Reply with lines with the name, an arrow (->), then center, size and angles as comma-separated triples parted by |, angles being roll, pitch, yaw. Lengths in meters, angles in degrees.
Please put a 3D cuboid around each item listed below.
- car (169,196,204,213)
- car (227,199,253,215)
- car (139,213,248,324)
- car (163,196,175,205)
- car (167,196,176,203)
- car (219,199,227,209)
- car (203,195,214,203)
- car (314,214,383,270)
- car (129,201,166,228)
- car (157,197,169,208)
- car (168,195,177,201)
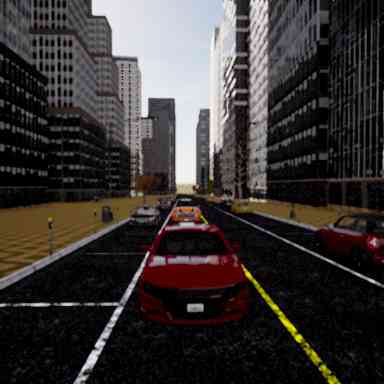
car -> -0.442, 1.354, 25.190 | 2.097, 1.767, 4.553 | 0, 0, -2
car -> 4.988, 1.533, 33.755 | 1.752, 1.417, 4.829 | -1, 0, -2
car -> -0.025, 1.477, 7.521 | 1.882, 1.535, 5.008 | 0, 0, -2
car -> -4.205, 1.566, 61.452 | 1.887, 1.381, 4.507 | -1, 0, -2
car -> -4.533, 1.614, 72.697 | 1.802, 1.307, 4.206 | -1, 0, -2
car -> 4.665, 1.579, 44.829 | 1.947, 1.339, 4.313 | -1, 0, -2
car -> 3.838, 1.561, 73.111 | 1.752, 1.417, 4.829 | -1, 0, -2
car -> 5.648, 1.443, 11.094 | 1.967, 1.590, 4.097 | -1, 0, -2
car -> -3.055, 1.551, 22.094 | 2.008, 1.369, 4.403 | -1, 0, -2
car -> -3.714, 1.449, 44.584 | 1.967, 1.590, 4.097 | -1, 0, -2
car -> -4.862, 1.595, 83.942 | 2.008, 1.369, 4.403 | -1, 0, -2
